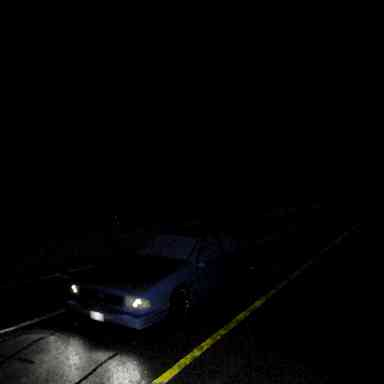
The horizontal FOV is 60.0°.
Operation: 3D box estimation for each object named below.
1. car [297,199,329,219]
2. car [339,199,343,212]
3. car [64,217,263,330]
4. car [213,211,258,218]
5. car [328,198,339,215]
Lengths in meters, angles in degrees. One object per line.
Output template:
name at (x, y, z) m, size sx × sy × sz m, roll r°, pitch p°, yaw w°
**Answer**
car at (10.575, 1.582, 29.464) m, size 1.802 × 1.307 × 4.206 m, roll 0°, pitch 0°, yaw 32°
car at (16.407, 1.441, 38.849) m, size 1.967 × 1.590 × 4.097 m, roll 0°, pitch 0°, yaw 32°
car at (-0.079, 1.547, 7.448) m, size 2.033 × 1.411 × 5.357 m, roll 0°, pitch 0°, yaw 32°
car at (1.827, 1.566, 15.385) m, size 1.947 × 1.339 × 4.313 m, roll 0°, pitch 0°, yaw 32°
car at (13.491, 1.567, 34.156) m, size 1.947 × 1.339 × 4.313 m, roll 0°, pitch 0°, yaw 32°
